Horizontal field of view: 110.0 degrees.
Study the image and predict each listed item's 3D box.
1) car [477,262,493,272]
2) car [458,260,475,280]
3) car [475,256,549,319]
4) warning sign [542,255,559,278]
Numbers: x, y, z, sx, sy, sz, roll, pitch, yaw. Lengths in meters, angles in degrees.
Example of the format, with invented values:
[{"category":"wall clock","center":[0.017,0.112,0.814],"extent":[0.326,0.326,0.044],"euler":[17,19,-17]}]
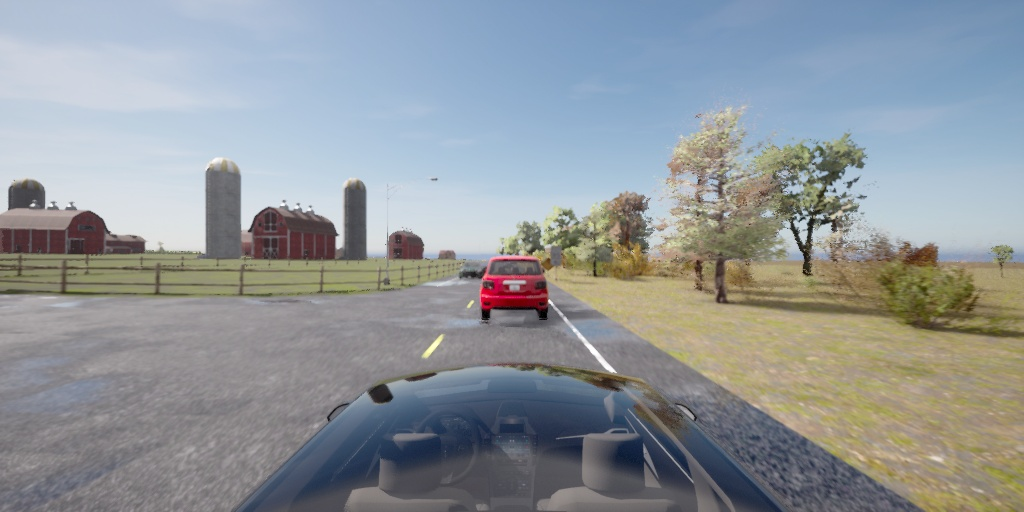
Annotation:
[{"category":"car","center":[-4.000,1.604,53.252],"extent":[2.033,1.411,5.357],"euler":[0,0,-1]},{"category":"car","center":[-3.773,1.290,33.824],"extent":[2.097,1.767,4.553],"euler":[0,0,-1]},{"category":"car","center":[0.072,1.038,13.176],"extent":[2.150,2.045,5.566],"euler":[0,0,0]},{"category":"warning sign","center":[3.384,1.049,33.221],"extent":[1.300,1.860,1.060],"euler":[0,0,-1]}]
